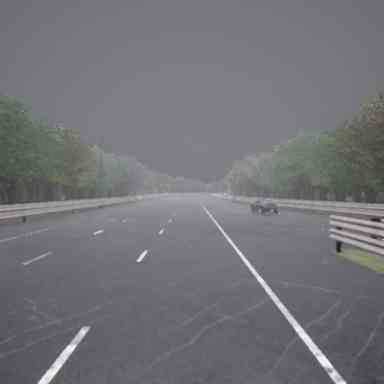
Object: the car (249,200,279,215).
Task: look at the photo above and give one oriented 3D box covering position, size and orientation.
[{"bbox_3d":[7.553,1.571,35.330,1.837,1.490,4.892,0,0,-9],"label":"car"}]
